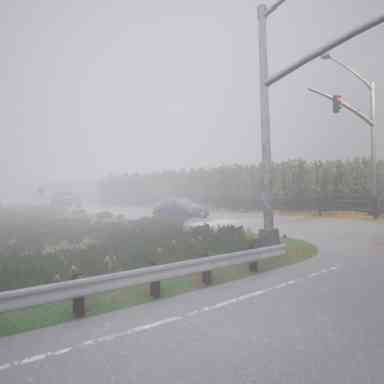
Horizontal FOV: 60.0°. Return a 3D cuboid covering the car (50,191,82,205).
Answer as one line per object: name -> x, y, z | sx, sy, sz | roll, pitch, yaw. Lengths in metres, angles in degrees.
car -> -14.912, 0.886, 38.999 | 2.150, 2.045, 5.566 | -3, 2, -40

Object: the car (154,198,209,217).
car -> -0.871, 1.115, 22.512 | 1.812, 1.442, 4.674 | -3, 2, -41
